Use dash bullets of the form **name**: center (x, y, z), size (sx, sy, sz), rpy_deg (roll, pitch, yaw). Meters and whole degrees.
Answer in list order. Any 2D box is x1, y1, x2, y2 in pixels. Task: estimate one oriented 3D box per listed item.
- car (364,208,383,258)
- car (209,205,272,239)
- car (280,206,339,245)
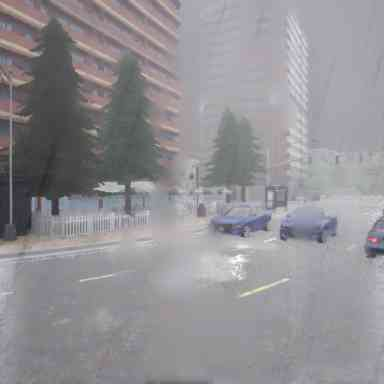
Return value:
- **car**: center (7.569, 1.547, 12.078), size (2.033, 1.411, 5.357), rpy_deg (0, 0, 36)
- **car**: center (2.734, 1.477, 17.809), size (1.882, 1.535, 5.008), rpy_deg (0, 0, 33)
- **car**: center (5.766, 1.477, 16.073), size (1.882, 1.535, 5.008), rpy_deg (0, 0, 33)
